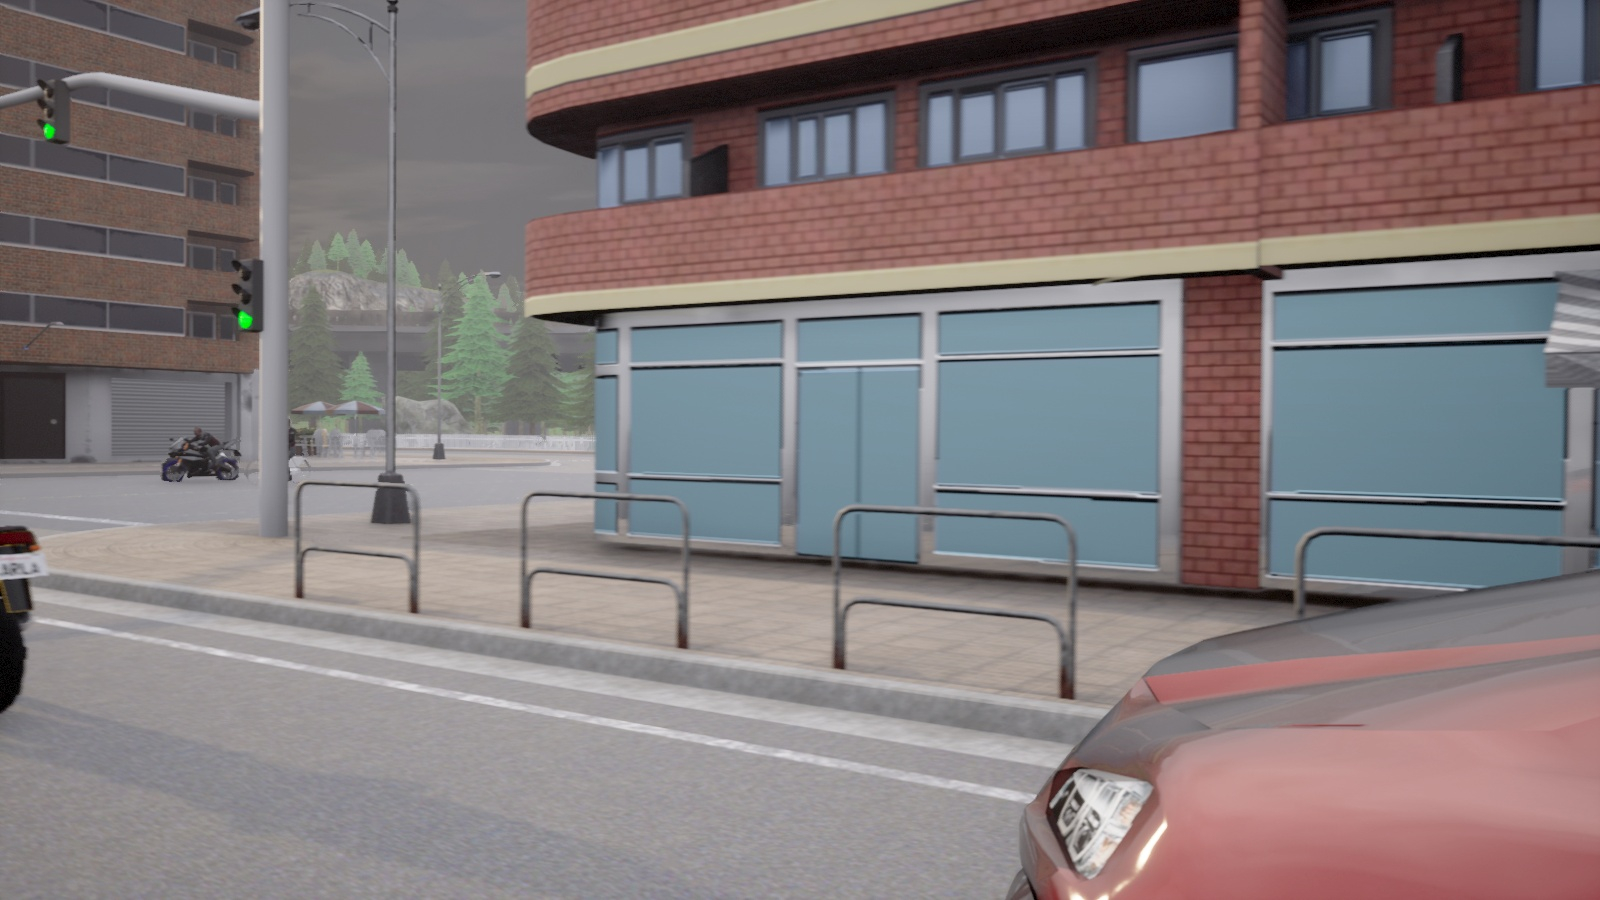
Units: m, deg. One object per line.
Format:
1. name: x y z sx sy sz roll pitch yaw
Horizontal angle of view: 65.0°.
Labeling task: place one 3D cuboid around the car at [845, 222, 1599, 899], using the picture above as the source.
1. car: 2.628 0.525 1.874 4.611 1.667 2.242 0 1 34

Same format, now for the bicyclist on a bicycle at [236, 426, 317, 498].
1. bicyclist on a bicycle: -13.382 0.284 32.159 0.659 1.776 1.843 0 1 34

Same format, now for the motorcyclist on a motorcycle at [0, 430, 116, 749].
1. motorcyclist on a motorcycle: -4.590 0.664 6.672 2.044 1.523 0.797 0 1 34

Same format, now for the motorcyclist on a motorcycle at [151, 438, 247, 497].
1. motorcyclist on a motorcycle: -16.294 0.449 34.099 0.866 1.530 2.191 0 1 34
